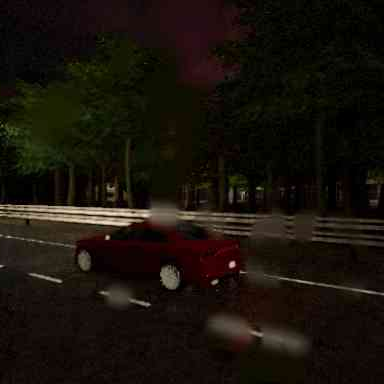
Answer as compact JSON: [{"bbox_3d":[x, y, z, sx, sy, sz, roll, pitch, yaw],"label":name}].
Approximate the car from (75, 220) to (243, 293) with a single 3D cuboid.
[{"bbox_3d":[-1.105,1.502,8.957,5.008,1.535,1.882,0,0,36],"label":"car"}]
